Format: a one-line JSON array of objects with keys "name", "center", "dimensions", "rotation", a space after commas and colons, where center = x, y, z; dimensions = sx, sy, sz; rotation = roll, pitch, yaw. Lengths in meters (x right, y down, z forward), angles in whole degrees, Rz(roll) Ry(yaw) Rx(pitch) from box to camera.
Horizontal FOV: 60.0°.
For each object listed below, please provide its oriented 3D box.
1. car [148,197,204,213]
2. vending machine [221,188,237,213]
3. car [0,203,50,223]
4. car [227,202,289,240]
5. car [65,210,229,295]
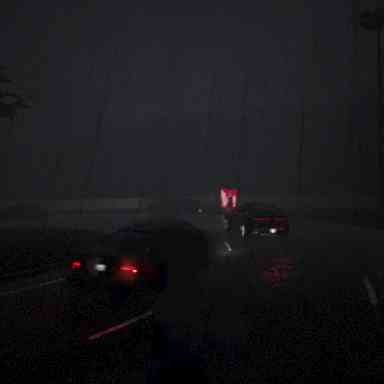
[{"name": "car", "center": [-1.381, 1.186, 26.700], "dimensions": [4.892, 1.490, 1.837], "rotation": [-1, -1, 35]}, {"name": "vending machine", "center": [3.180, 0.738, 28.555], "dimensions": [0.880, 2.100, 1.100], "rotation": [-1, 1, 40]}, {"name": "car", "center": [-13.185, 1.557, 25.520], "dimensions": [4.181, 1.385, 1.994], "rotation": [-2, 1, -10]}, {"name": "car", "center": [2.785, 1.233, 15.436], "dimensions": [1.837, 1.490, 4.892], "rotation": [0, 0, -9]}, {"name": "car", "center": [-0.831, 1.455, 8.756], "dimensions": [2.033, 1.411, 5.357], "rotation": [-1, 1, 22]}]
